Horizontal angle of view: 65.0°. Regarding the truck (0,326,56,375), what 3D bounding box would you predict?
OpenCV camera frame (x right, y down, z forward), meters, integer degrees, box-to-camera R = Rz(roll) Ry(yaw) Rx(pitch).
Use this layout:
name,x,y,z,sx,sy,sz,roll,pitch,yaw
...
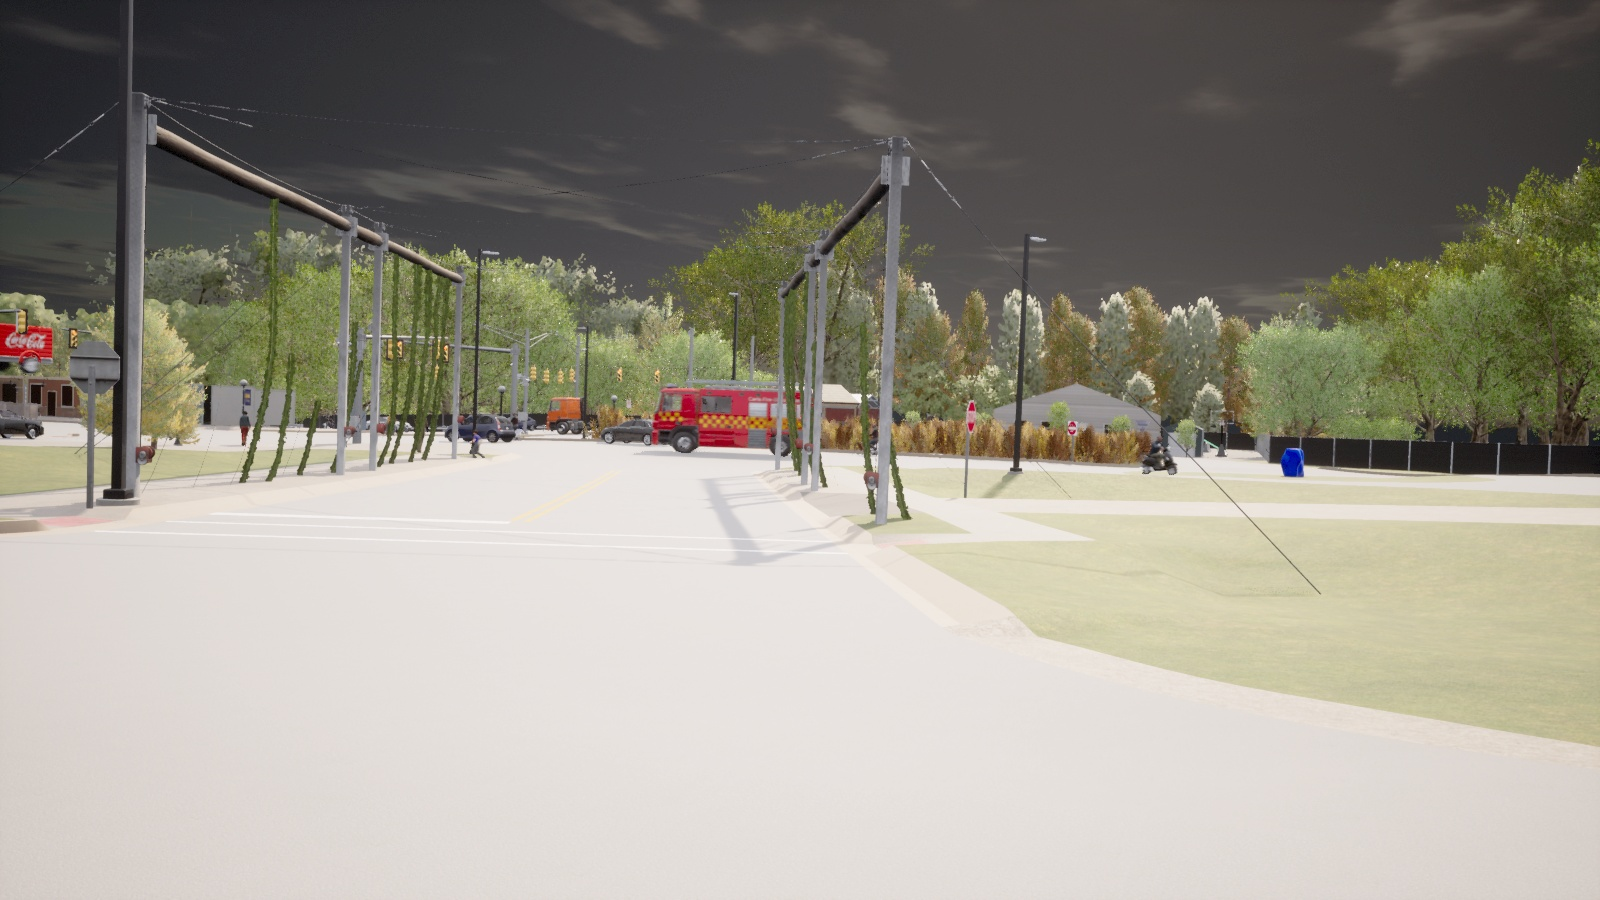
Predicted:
name,x,y,z,sx,sy,sz,roll,pitch,yaw
truck,-43.562,-5.455,67.795,2.627,2.467,5.204,5,3,21

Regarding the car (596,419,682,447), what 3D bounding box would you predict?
name,x,y,z,sx,sy,sz,roll,pitch,yaw
car,-9.377,-1.015,72.963,4.892,1.490,1.837,2,3,31

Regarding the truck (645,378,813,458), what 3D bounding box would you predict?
name,x,y,z,sx,sy,sz,roll,pitch,yaw
truck,-3.649,-1.683,65.830,8.468,3.827,2.891,2,2,1

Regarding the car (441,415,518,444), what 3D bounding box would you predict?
name,x,y,z,sx,sy,sz,roll,pitch,yaw
car,-18.554,-1.211,72.720,3.988,1.617,1.851,1,2,20

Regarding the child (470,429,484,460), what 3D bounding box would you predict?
name,x,y,z,sx,sy,sz,roll,pitch,yaw
child,-13.214,-0.225,51.350,0.437,1.263,0.270,2,2,3

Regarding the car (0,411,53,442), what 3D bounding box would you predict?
name,x,y,z,sx,sy,sz,roll,pitch,yaw
car,-39.788,-1.176,61.954,2.128,1.511,4.902,2,1,16

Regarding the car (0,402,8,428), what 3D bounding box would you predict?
name,x,y,z,sx,sy,sz,roll,pitch,yaw
car,-53.726,-2.289,80.725,5.027,1.651,2.152,2,2,21

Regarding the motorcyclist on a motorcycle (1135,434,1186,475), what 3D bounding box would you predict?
name,x,y,z,sx,sy,sz,roll,pitch,yaw
motorcyclist on a motorcycle,14.427,0.163,50.283,0.866,1.590,1.817,3,-1,-34

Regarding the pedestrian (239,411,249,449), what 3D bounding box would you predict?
name,x,y,z,sx,sy,sz,roll,pitch,yaw
pedestrian,-28.019,-1.005,63.287,0.353,1.847,0.614,1,3,-28
